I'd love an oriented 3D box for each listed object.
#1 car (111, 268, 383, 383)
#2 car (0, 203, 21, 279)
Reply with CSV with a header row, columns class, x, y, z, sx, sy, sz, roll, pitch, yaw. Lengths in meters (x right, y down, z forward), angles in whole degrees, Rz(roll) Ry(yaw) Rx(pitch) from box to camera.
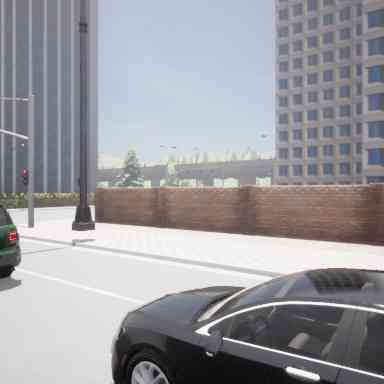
class,x,y,z,sx,sy,sz,roll,pitch,yaw
car,1.328,1.505,3.046,4.892,1.490,1.837,0,0,36
car,-6.748,1.221,8.791,5.566,2.045,2.150,0,0,35
